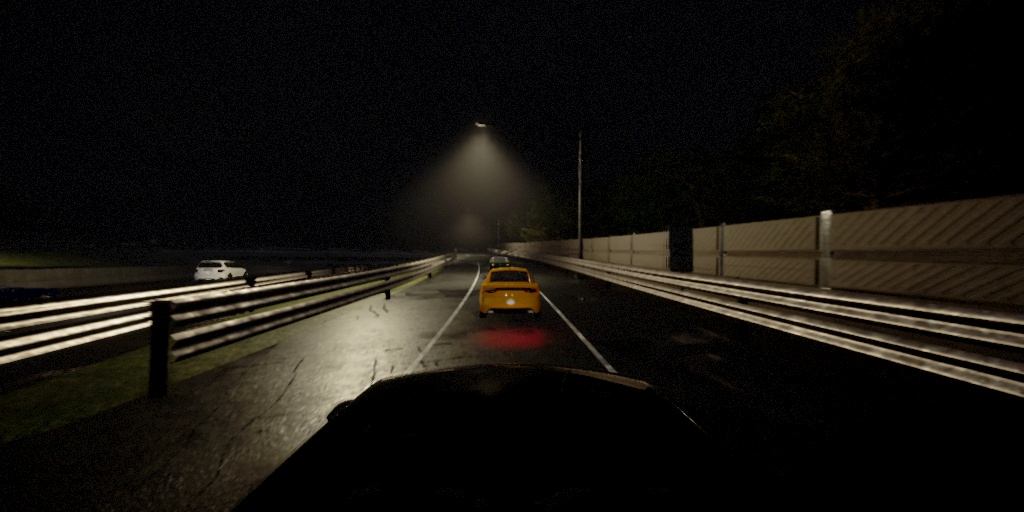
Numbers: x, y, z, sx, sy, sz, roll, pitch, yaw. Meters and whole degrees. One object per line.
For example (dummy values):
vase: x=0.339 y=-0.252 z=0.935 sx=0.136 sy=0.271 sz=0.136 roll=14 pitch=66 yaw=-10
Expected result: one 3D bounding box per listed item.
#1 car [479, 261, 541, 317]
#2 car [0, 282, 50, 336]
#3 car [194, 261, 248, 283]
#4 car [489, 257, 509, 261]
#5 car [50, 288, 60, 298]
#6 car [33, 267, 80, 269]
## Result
car: x=-0.110 y=1.133 z=12.771 sx=1.882 sy=1.535 sz=5.008 roll=0 pitch=1 yaw=-2
car: x=-13.965 y=1.358 z=7.900 sx=2.128 sy=1.511 sz=4.902 roll=1 pitch=-1 yaw=-18
car: x=-25.211 y=1.435 z=31.258 sx=2.150 sy=2.045 sz=5.566 roll=1 pitch=-1 yaw=-18
car: x=-1.167 y=0.732 z=32.472 sx=1.895 sy=1.301 sz=4.718 roll=0 pitch=2 yaw=-5
car: x=-19.087 y=1.521 z=12.632 sx=1.895 sy=1.301 sz=4.718 roll=1 pitch=-1 yaw=-18
car: x=-40.563 y=1.719 z=32.670 sx=2.033 sy=1.411 sz=5.357 roll=1 pitch=-1 yaw=-18
